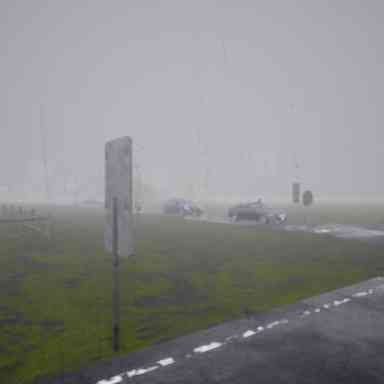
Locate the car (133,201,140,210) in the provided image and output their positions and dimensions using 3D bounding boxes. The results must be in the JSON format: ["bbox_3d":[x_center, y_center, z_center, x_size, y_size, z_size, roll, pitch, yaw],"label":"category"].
[{"bbox_3d":[-8.315,1.624,42.793,1.812,1.442,4.674,0,0,-35],"label":"car"}]

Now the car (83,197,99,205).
[{"bbox_3d":[-19.025,1.726,63.141,2.033,1.411,5.357,0,0,-35],"label":"car"}]

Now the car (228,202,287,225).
[{"bbox_3d":[4.678,1.524,24.281,2.128,1.511,4.902,0,0,-35],"label":"car"}]

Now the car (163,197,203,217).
[{"bbox_3d":[-0.938,1.412,32.275,2.097,1.767,4.553,0,0,-35],"label":"car"}]

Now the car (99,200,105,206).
[{"bbox_3d":[-13.099,1.736,54.707,1.895,1.301,4.718,0,0,-35],"label":"car"}]

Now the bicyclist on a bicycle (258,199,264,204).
[{"bbox_3d":[6.590,1.495,31.945,1.656,1.620,0.582,0,0,-35],"label":"bicyclist on a bicycle"}]
